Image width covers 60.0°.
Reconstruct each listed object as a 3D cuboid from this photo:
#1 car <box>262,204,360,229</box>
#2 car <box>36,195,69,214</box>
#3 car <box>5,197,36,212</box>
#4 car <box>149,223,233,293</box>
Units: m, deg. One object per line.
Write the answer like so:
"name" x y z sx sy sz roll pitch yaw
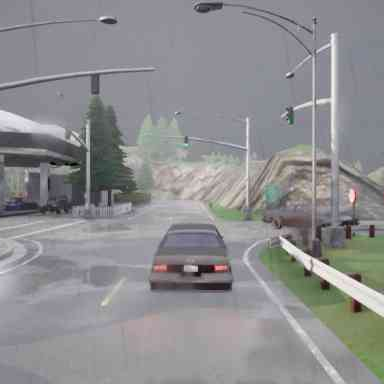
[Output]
"car" 6.109 1.358 17.780 2.033 1.411 5.357 0 0 -30
"car" -14.582 1.308 35.564 1.905 1.878 3.866 0 0 -1
"car" -20.296 1.474 39.833 2.242 1.667 4.611 0 0 -1
"car" 0.025 1.546 9.006 2.033 1.411 5.357 0 0 1
